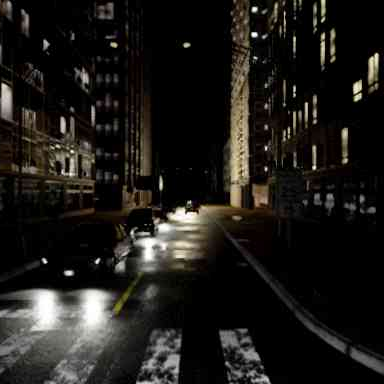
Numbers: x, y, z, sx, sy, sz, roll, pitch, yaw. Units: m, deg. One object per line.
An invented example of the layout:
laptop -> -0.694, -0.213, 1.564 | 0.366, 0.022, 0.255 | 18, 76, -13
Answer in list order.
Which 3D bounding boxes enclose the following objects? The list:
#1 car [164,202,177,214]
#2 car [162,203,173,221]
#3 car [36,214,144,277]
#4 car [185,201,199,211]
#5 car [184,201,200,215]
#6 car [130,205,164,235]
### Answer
car -> -3.042, 2.054, 43.321 | 1.882, 1.535, 5.008 | 0, 0, 1
car -> -3.100, 2.016, 31.216 | 1.895, 1.301, 4.718 | 0, -1, 0
car -> -3.101, 1.700, 11.051 | 2.033, 1.411, 5.357 | 0, -1, 0
car -> -0.014, 2.198, 52.434 | 2.128, 1.511, 4.902 | 0, -1, 0
car -> -0.011, 2.112, 42.017 | 2.033, 1.411, 5.357 | 0, -1, 0
car -> -3.100, 1.785, 20.889 | 1.837, 1.490, 4.892 | 0, -1, 0
